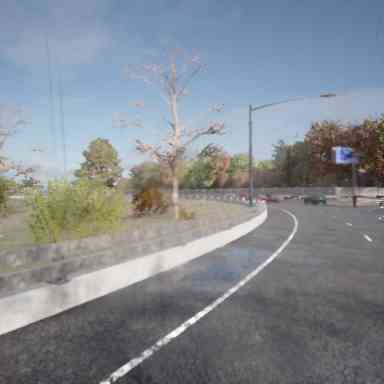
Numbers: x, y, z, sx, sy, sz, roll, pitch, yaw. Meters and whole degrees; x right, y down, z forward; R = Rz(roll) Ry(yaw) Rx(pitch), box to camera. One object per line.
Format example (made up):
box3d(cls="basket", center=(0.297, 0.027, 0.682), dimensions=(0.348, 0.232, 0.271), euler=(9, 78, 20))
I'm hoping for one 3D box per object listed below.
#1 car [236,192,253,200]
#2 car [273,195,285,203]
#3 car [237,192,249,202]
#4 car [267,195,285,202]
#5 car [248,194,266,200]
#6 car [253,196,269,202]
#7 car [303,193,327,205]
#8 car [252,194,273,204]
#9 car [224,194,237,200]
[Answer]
box3d(cls="car", center=(13.241, 0.955, 84.397), dimensions=(2.150, 2.045, 5.566), euler=(0, 0, -18))
box3d(cls="car", center=(16.764, 1.441, 65.733), dimensions=(2.128, 1.511, 4.902), euler=(0, 0, -6))
box3d(cls="car", center=(12.188, 1.426, 73.269), dimensions=(1.837, 1.490, 4.892), euler=(0, 0, -10))
box3d(cls="car", center=(18.939, 1.398, 75.215), dimensions=(1.882, 1.535, 5.008), euler=(0, 0, -13))
box3d(cls="car", center=(16.624, 1.267, 85.300), dimensions=(2.033, 1.411, 5.357), euler=(0, 0, -18))
box3d(cls="car", center=(15.471, 1.518, 74.728), dimensions=(1.895, 1.301, 4.718), euler=(0, 0, -13))
box3d(cls="car", center=(20.724, 1.161, 56.166), dimensions=(2.150, 2.045, 5.566), euler=(0, 0, -1))
box3d(cls="car", center=(13.383, 1.411, 64.213), dimensions=(1.882, 1.535, 5.008), euler=(0, 0, -6))
box3d(cls="car", center=(9.877, 1.273, 83.437), dimensions=(2.033, 1.411, 5.357), euler=(0, 0, -18))
